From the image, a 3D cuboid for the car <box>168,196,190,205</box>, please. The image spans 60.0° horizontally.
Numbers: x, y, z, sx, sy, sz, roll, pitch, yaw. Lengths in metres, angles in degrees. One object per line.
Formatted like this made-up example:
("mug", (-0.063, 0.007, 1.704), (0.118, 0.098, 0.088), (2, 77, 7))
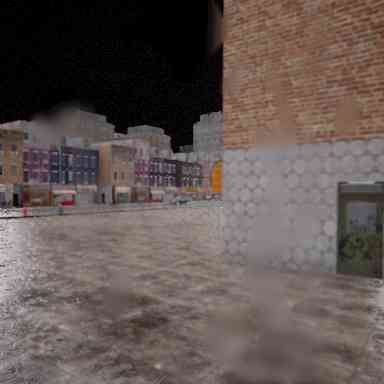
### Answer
("car", (-2.247, 1.553, 58.443), (1.837, 1.490, 4.892), (1, 0, 36))
